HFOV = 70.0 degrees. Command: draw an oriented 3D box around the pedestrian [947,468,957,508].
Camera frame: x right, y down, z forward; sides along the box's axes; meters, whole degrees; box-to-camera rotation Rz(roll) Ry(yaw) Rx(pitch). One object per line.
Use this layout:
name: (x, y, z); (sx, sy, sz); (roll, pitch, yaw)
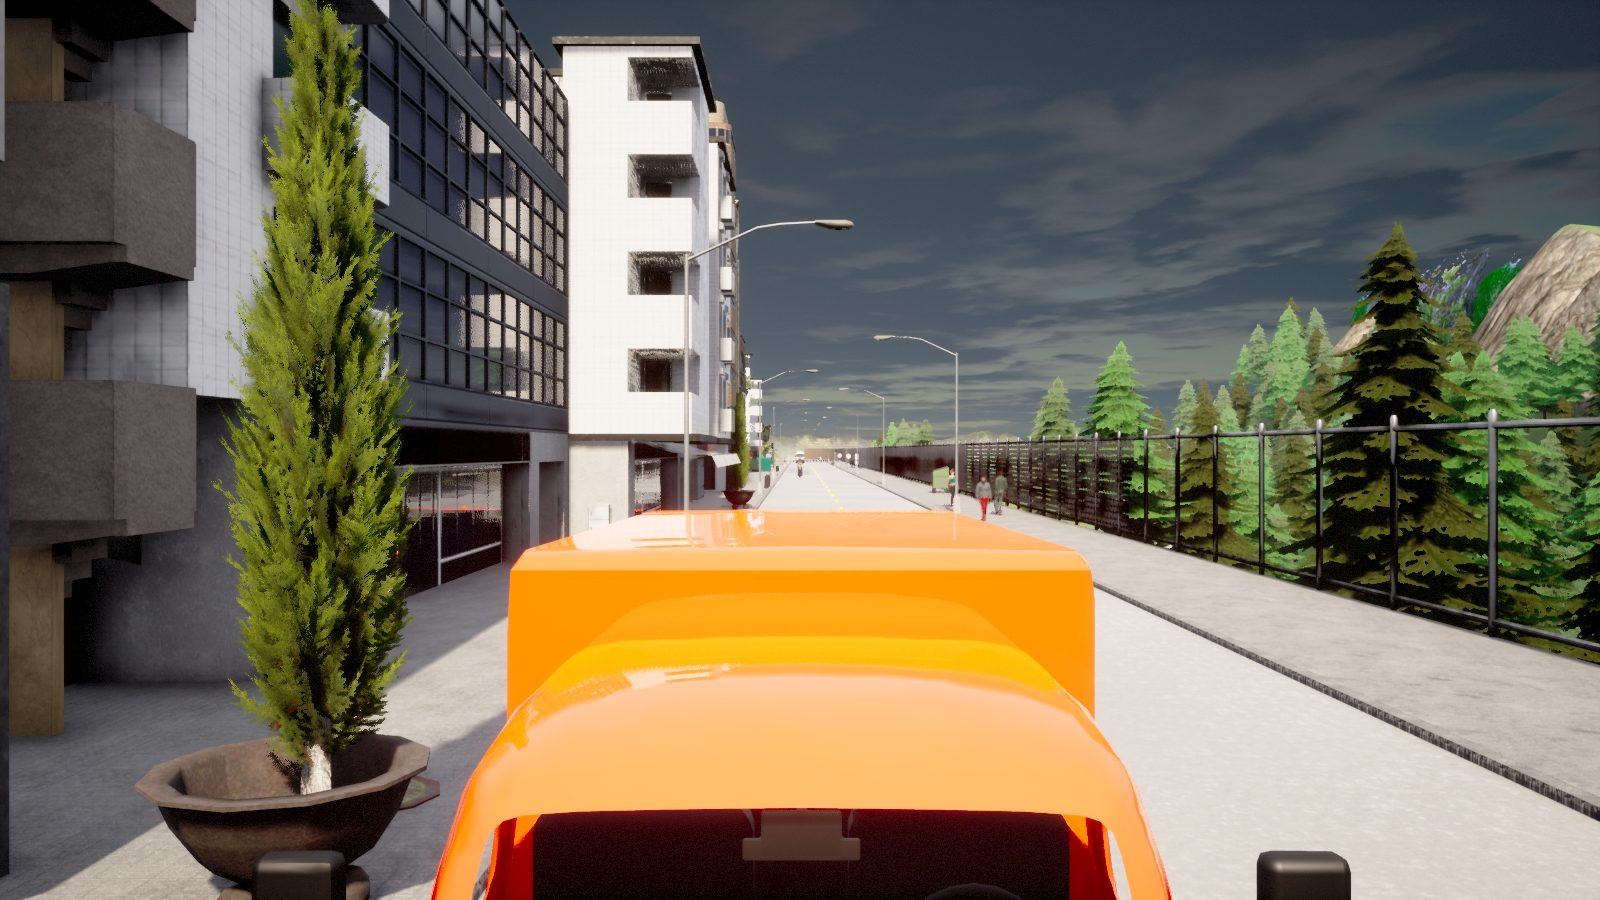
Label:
pedestrian: (7.157, 1.766, 53.765); (0.375, 1.860, 0.375); (0, 0, -6)

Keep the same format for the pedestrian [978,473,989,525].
pedestrian: (6.652, 1.761, 41.461); (0.375, 1.860, 0.375); (0, 0, 4)

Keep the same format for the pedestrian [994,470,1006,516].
pedestrian: (8.266, 1.763, 47.171); (0.375, 1.860, 0.375); (0, 0, -10)

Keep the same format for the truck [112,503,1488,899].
truck: (0.000, 1.571, 4.781); (2.627, 2.467, 5.204); (0, 0, 0)
